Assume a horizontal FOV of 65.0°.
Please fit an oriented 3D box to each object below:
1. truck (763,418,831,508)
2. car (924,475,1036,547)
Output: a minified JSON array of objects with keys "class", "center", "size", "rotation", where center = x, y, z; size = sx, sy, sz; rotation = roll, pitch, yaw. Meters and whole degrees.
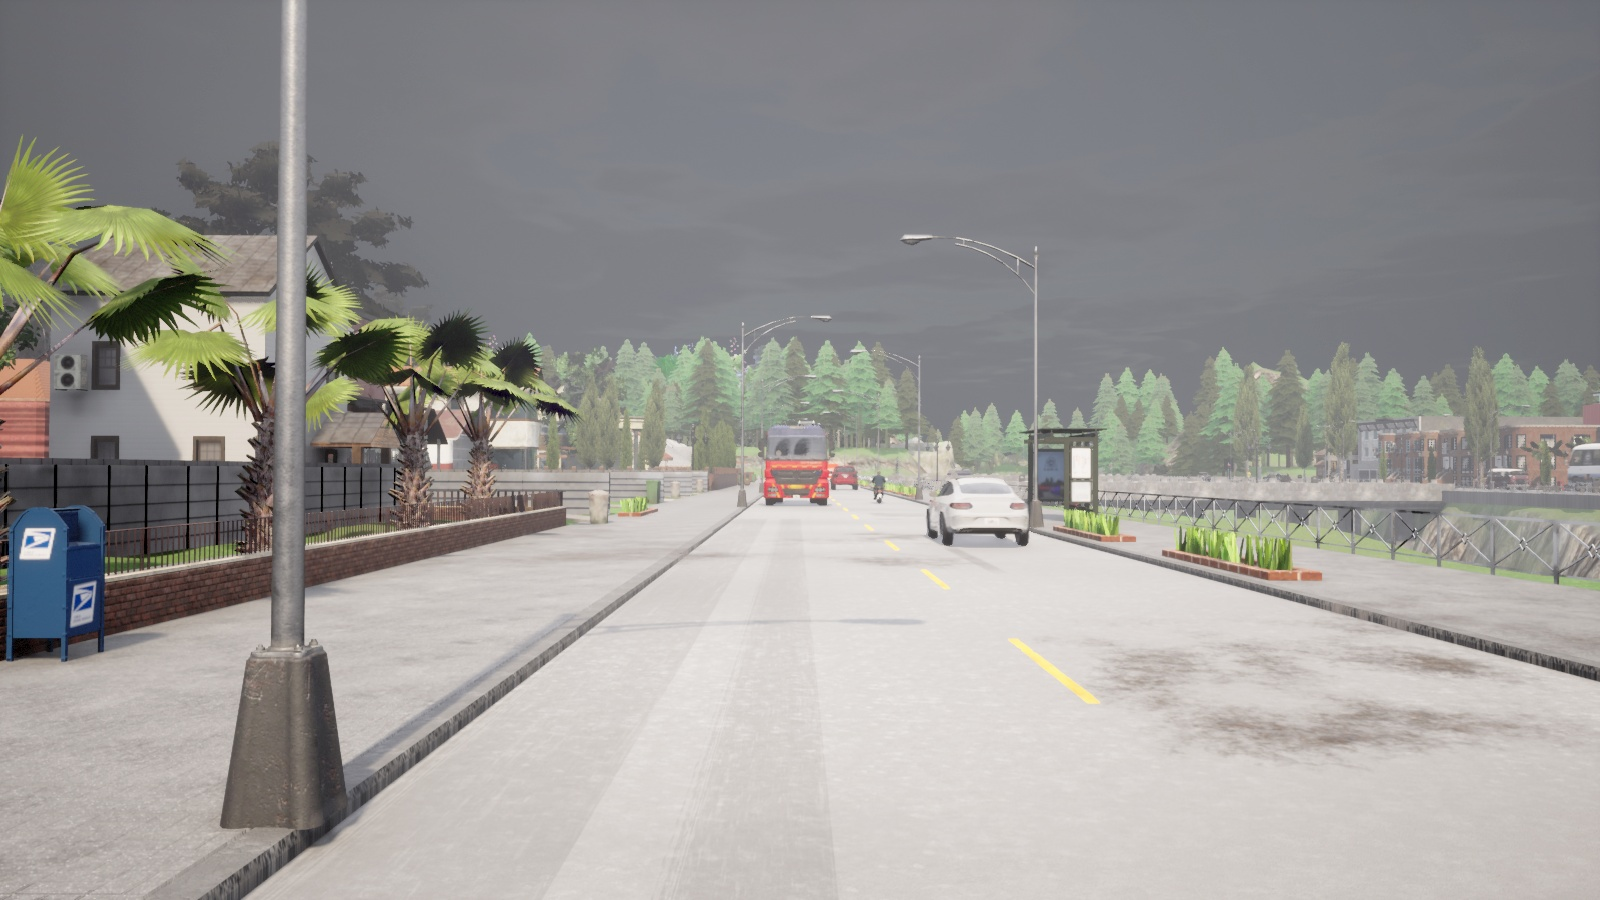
[{"class":"truck","center":[-0.152,0.625,58.200],"size":[2.891,3.827,8.468],"rotation":[0,-1,0]},{"class":"car","center":[3.929,1.295,28.090],"size":[1.812,1.442,4.674],"rotation":[0,-1,0]}]
